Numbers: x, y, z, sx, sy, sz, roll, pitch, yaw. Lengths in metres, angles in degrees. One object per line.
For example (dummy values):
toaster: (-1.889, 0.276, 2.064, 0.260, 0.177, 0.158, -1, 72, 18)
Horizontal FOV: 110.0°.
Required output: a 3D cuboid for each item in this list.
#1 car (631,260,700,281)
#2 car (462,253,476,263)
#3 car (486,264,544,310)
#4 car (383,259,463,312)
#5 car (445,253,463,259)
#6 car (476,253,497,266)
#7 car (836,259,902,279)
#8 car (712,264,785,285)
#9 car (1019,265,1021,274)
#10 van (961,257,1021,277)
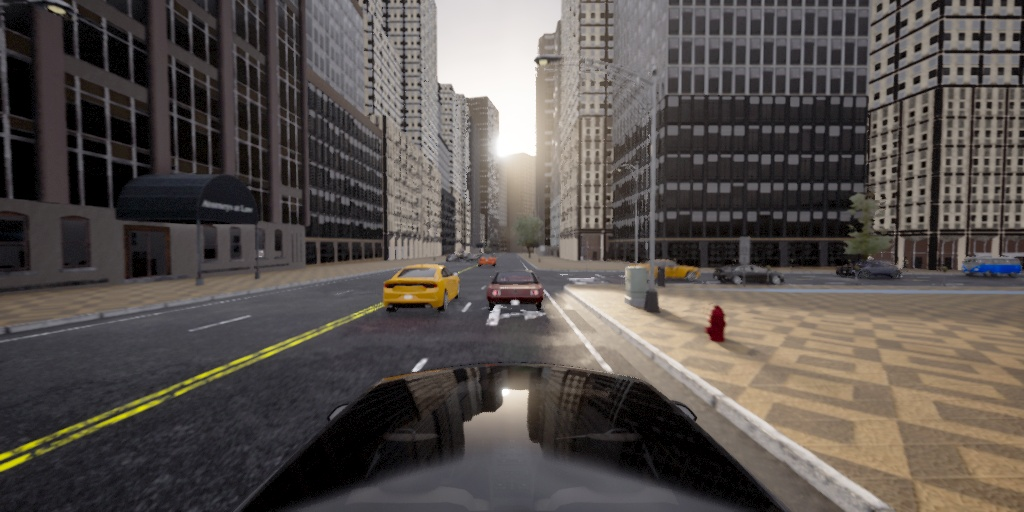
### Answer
car: (11.561, 1.015, 27.232, 5.008, 1.535, 1.882, 0, 1, 2)
car: (-6.490, 0.438, 59.165, 1.994, 1.385, 4.181, 0, 1, 1)
car: (0.111, 1.168, 13.667, 1.895, 1.301, 4.718, 0, 1, 0)
car: (-3.140, 1.051, 13.321, 1.882, 1.535, 5.008, 0, 1, 0)
car: (-9.734, 0.369, 59.112, 2.128, 1.511, 4.902, 0, 1, 1)
car: (-3.110, 0.414, 46.786, 2.097, 1.767, 4.553, 0, 1, 0)
car: (30.044, 1.184, 30.268, 4.181, 1.385, 1.994, 1, 2, 0)
car: (15.935, 1.225, 24.225, 4.403, 1.370, 2.007, 0, 0, -1)
car: (38.500, 1.446, 24.617, 4.313, 1.339, 1.948, 0, 0, -1)
van: (44.053, 1.008, 33.060, 3.998, 1.789, 1.690, 0, 0, -1)
